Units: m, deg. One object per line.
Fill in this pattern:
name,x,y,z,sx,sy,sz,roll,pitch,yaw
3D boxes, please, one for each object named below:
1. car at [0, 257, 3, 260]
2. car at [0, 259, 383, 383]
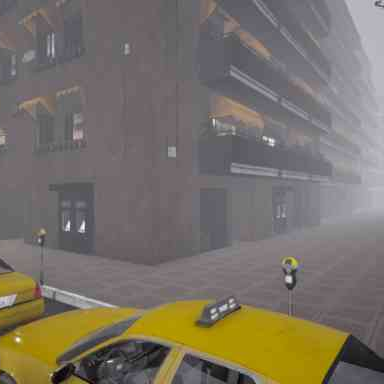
car,-4.591,1.527,6.009,4.829,1.417,1.752,0,0,36
car,-0.003,1.526,2.728,4.829,1.417,1.752,0,0,36
